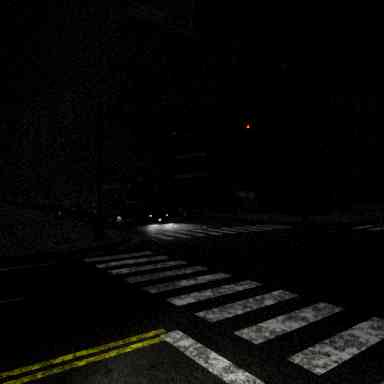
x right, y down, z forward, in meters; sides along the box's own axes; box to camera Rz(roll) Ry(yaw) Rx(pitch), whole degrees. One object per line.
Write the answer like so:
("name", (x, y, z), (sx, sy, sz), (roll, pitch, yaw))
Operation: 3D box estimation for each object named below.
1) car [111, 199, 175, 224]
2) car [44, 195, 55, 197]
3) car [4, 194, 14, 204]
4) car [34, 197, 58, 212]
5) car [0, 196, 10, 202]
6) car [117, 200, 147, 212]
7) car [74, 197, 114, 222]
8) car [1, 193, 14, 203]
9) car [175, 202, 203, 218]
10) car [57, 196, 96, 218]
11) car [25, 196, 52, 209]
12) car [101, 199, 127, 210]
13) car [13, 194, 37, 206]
("car", (-3.828, 1.541, 25.173), (2.033, 1.411, 5.357), (0, 0, -37))
("car", (-29.502, 1.477, 70.710), (1.967, 1.590, 4.097), (0, 0, -35))
("car", (-32.842, 1.551, 61.566), (2.008, 1.369, 4.403), (0, 0, -35))
("car", (-16.856, 1.563, 39.123), (1.802, 1.307, 4.206), (0, 0, -35))
("car", (-42.433, 1.598, 75.032), (1.802, 1.307, 4.206), (0, 0, -35))
("car", (-7.123, 1.594, 39.290), (1.802, 1.307, 4.206), (0, 0, -35))
("car", (-7.265, 1.423, 25.657), (1.967, 1.590, 4.097), (0, 0, -35))
("car", (-39.236, 1.556, 70.543), (1.887, 1.381, 4.507), (0, 0, -35))
("car", (-0.729, 1.580, 30.312), (1.947, 1.339, 4.313), (0, 0, -35))
("car", (-10.462, 1.421, 30.146), (1.967, 1.590, 4.097), (0, 0, -35))
("car", (-20.053, 1.533, 43.611), (2.008, 1.369, 4.403), (0, 0, -35))
("car", (-10.320, 1.579, 43.778), (1.947, 1.339, 4.313), (0, 0, -35))
("car", (-26.447, 1.430, 52.588), (1.967, 1.590, 4.097), (0, 0, -35))
